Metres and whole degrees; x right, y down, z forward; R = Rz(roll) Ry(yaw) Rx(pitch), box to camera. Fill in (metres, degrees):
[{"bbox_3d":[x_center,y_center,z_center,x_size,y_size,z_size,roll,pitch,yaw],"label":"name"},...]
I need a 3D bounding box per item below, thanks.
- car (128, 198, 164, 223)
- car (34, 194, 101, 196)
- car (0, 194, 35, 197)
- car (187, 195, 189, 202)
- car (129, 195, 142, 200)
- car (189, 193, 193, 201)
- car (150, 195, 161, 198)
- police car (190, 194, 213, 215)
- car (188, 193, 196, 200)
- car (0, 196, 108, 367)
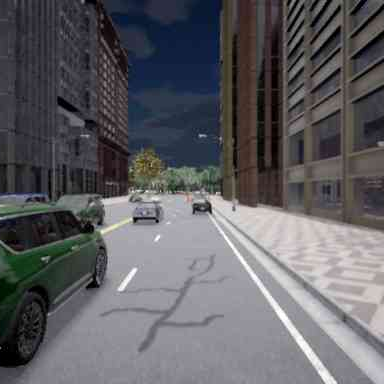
[{"bbox_3d":[-3.152,1.449,24.576,2.033,1.411,5.357,0,0,0],"label":"car"},{"bbox_3d":[-6.597,1.144,19.237,2.150,2.045,5.566,0,0,0],"label":"car"},{"bbox_3d":[-9.850,1.146,18.780,2.150,2.045,5.566,0,0,0],"label":"car"},{"bbox_3d":[-0.002,1.080,67.242,2.097,1.767,4.553,0,0,0],"label":"car"},{"bbox_3d":[-9.798,1.274,57.954,1.837,1.490,4.892,0,0,1],"label":"car"},{"bbox_3d":[0.973,1.155,48.765,2.097,1.767,4.553,0,0,0],"label":"car"},{"bbox_3d":[-6.530,1.284,59.912,1.812,1.442,4.674,0,0,1],"label":"car"},{"bbox_3d":[0.973,1.294,32.906,1.930,1.638,5.238,0,0,0],"label":"police car"},{"bbox_3d":[-0.003,1.104,83.148,2.033,1.411,5.357,0,0,0],"label":"car"},{"bbox_3d":[-3.150,1.198,5.871,2.150,2.045,5.566,0,0,0],"label":"car"}]
